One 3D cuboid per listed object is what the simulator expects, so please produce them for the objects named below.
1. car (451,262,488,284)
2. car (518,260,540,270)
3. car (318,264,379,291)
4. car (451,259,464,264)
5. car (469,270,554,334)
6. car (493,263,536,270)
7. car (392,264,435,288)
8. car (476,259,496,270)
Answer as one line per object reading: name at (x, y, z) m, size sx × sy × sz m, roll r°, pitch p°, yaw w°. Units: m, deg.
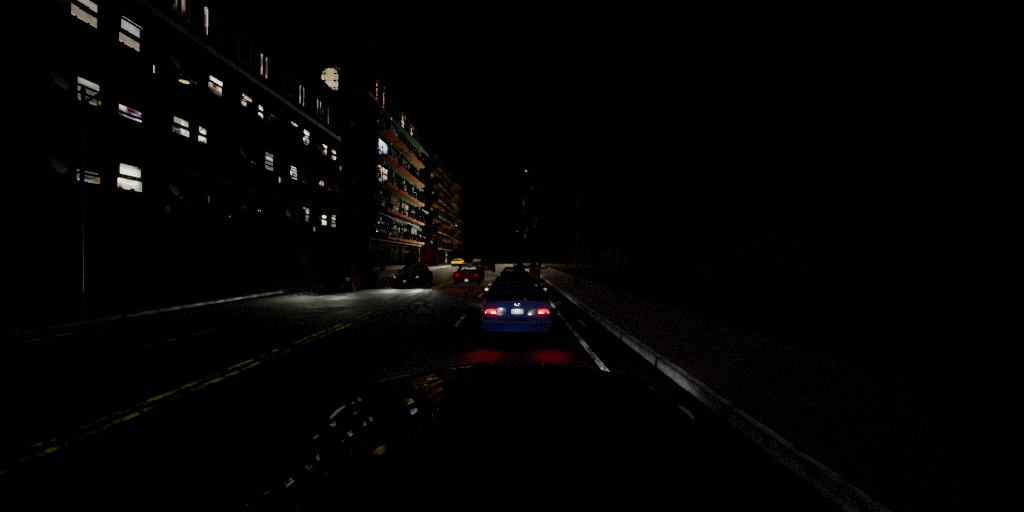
car at (-3.107, 1.356, 26.746) m, size 1.895 × 1.301 × 4.718 m, roll 0°, pitch 0°, yaw 0°
car at (1.188, 1.107, 29.863) m, size 2.097 × 1.767 × 4.553 m, roll 0°, pitch 0°, yaw 0°
car at (-9.815, 1.232, 21.860) m, size 1.882 × 1.535 × 5.008 m, roll 0°, pitch 0°, yaw 0°
car at (-9.688, 1.234, 64.397) m, size 1.882 × 1.535 × 5.008 m, roll 0°, pitch 0°, yaw 1°
car at (0.117, 1.300, 10.596) m, size 2.033 × 1.411 × 5.357 m, roll 0°, pitch 0°, yaw 0°
car at (0.128, 1.319, 20.929) m, size 1.994 × 1.385 × 4.181 m, roll 0°, pitch 0°, yaw 1°
car at (-6.562, 1.281, 24.233) m, size 1.812 × 1.442 × 4.674 m, roll 0°, pitch 0°, yaw 0°
car at (-3.072, 1.235, 44.915) m, size 1.882 × 1.535 × 5.008 m, roll 0°, pitch 0°, yaw 0°
